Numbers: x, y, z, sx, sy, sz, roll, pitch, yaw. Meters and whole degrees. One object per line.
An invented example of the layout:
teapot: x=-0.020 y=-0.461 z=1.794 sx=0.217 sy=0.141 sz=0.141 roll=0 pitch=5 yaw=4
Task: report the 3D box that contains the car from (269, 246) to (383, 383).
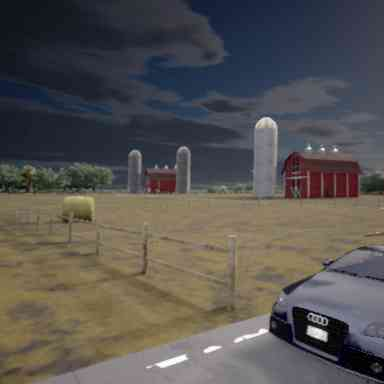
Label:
car: x=3.204 y=1.622 z=5.361 sx=4.181 sy=1.385 sz=1.994 roll=1 pitch=0 yaw=-36
